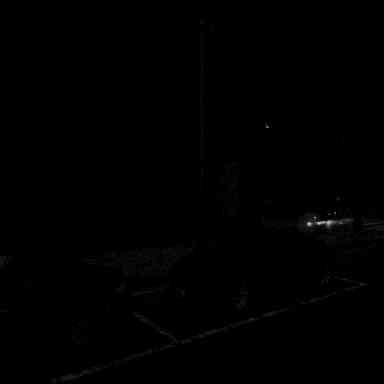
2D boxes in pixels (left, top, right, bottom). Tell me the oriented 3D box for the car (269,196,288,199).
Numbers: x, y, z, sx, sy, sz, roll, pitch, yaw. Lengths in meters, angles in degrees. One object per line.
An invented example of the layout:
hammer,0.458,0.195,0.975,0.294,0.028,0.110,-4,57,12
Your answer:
car,10.282,1.280,40.451,2.097,1.767,4.553,0,0,-36

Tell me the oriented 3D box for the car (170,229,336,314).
car,1.555,1.565,7.643,4.313,1.339,1.947,0,0,-35

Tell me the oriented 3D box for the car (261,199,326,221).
car,7.682,1.531,27.148,2.033,1.411,5.357,0,0,-36

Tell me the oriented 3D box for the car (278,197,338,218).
car,10.264,1.479,29.125,1.837,1.490,4.892,0,0,-36

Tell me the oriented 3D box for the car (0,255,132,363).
car,-2.883,1.582,4.478,4.206,1.307,1.802,0,0,-35
